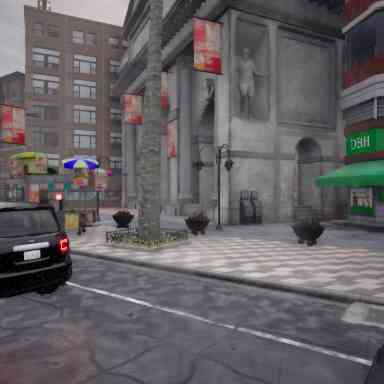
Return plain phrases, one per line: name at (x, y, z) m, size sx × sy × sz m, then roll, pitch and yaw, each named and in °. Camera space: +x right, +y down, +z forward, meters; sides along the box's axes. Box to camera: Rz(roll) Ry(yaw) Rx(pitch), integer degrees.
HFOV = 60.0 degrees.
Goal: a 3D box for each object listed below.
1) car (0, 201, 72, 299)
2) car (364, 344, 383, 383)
car at (-5.042, 1.221, 7.538) m, size 5.566 × 2.045 × 2.150 m, roll 0°, pitch 0°, yaw 36°
car at (3.595, 1.547, 1.316) m, size 5.357 × 1.411 × 2.033 m, roll 0°, pitch 0°, yaw 37°
